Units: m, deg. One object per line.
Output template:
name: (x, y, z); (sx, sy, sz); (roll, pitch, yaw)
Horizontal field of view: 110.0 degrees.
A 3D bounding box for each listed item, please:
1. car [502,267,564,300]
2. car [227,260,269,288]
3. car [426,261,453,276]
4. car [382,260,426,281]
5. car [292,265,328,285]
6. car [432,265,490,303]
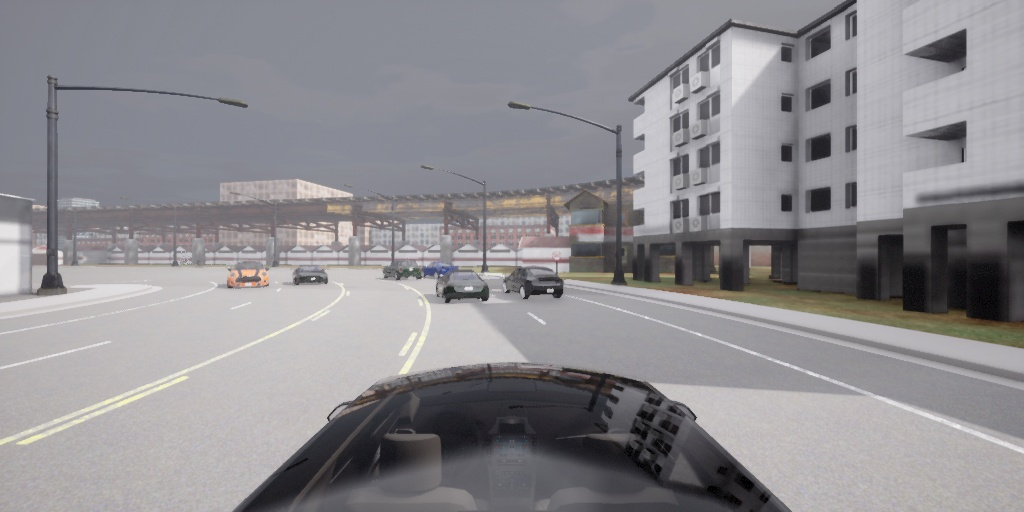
car: (0.923, 1.266, 17.904); (1.837, 1.490, 4.892); (0, 0, -18)
car: (-17.377, 1.154, 23.700); (2.097, 1.767, 4.553); (0, 0, -36)
car: (-6.664, 1.235, 32.762); (1.882, 1.535, 5.008); (0, 0, -37)
car: (-9.439, 1.116, 30.629); (2.097, 1.767, 4.553); (0, 0, -37)
car: (-14.512, 1.350, 25.711); (1.994, 1.385, 4.181); (0, 0, -36)
car: (-2.409, 1.322, 16.831); (1.994, 1.385, 4.181); (0, 0, -18)
